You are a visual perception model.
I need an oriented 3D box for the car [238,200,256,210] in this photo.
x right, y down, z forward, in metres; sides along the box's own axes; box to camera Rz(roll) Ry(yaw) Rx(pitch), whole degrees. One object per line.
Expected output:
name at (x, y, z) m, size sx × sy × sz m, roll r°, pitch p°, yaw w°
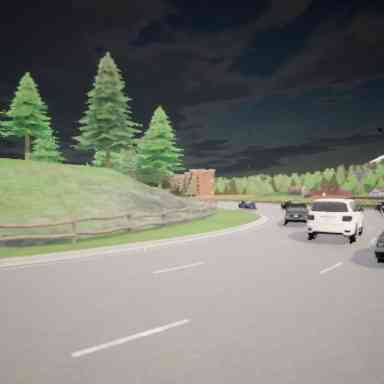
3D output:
car at (8.852, 2.084, 53.386) m, size 1.812 × 1.442 × 4.674 m, roll 0°, pitch -1°, yaw -10°

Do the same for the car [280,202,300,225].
car at (8.206, 1.795, 26.071) m, size 2.033 × 1.411 × 5.357 m, roll 0°, pitch -1°, yaw 18°

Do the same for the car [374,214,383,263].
car at (7.757, 1.632, 11.646) m, size 2.033 × 1.411 × 5.357 m, roll -1°, pitch -1°, yaw 38°

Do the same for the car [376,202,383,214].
car at (20.216, 1.586, 32.384) m, size 2.097 × 1.767 × 4.553 m, roll -1°, pitch -1°, yaw 9°

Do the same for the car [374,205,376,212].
car at (24.429, 1.831, 41.041) m, size 1.812 × 1.442 × 4.674 m, roll 0°, pitch -1°, yaw -2°

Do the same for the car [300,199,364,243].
car at (7.590, 1.374, 17.442) m, size 2.150 × 2.045 × 5.566 m, roll 0°, pitch 0°, yaw 32°

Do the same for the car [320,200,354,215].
car at (17.460, 1.824, 40.293) m, size 1.882 × 1.535 × 5.008 m, roll 1°, pitch -1°, yaw 0°
